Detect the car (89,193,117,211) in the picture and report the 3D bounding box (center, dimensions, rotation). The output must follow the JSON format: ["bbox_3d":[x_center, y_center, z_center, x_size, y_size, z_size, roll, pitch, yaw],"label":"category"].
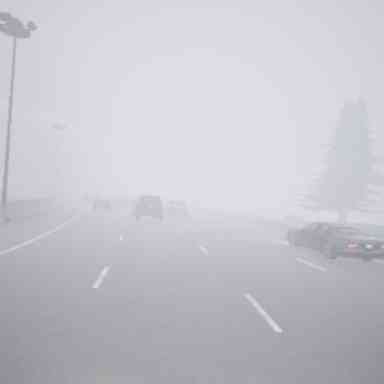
[{"bbox_3d":[-9.853,1.230,36.306,2.128,1.511,4.902,4,-1,-18],"label":"car"}]

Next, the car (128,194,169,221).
[{"bbox_3d":[-3.810,1.245,28.052,2.150,2.045,5.566,4,-1,-15],"label":"car"}]

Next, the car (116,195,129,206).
[{"bbox_3d":[-10.197,1.169,47.580,2.097,1.767,4.553,3,-1,-22],"label":"car"}]

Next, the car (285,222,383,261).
[{"bbox_3d":[6.052,2.036,14.603,2.033,1.411,5.357,4,-1,-9],"label":"car"}]

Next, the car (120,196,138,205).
[{"bbox_3d":[-11.026,1.429,58.371,1.994,1.385,4.181,4,-1,-26],"label":"car"}]

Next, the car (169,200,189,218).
[{"bbox_3d":[-1.785,1.542,33.379,2.097,1.767,4.553,3,0,-16],"label":"car"}]

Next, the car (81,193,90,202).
[{"bbox_3d":[-17.391,0.969,55.707,1.837,1.490,4.892,5,-1,-26],"label":"car"}]

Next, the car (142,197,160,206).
[{"bbox_3d":[-7.269,1.654,58.615,1.994,1.385,4.181,4,-1,-25],"label":"car"}]
